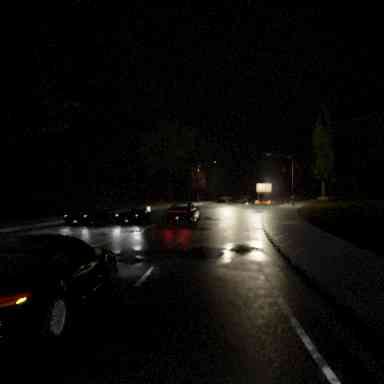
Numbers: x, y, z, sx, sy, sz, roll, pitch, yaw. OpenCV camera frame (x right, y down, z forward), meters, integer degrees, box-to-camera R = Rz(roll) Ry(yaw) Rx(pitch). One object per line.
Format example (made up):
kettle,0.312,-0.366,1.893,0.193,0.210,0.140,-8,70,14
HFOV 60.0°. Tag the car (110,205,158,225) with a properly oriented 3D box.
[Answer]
car,-4.082,1.680,24.998,1.895,1.301,4.718,0,0,11

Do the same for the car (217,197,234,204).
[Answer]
car,6.439,1.558,64.159,1.895,1.301,4.718,-1,0,29

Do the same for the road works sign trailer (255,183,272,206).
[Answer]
road works sign trailer,11.520,0.369,52.825,2.380,3.560,2.880,-1,0,27

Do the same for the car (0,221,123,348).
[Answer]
car,-2.857,1.548,6.368,1.812,1.442,4.674,0,0,3

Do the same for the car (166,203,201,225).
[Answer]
car,-0.556,1.558,24.940,2.128,1.511,4.902,0,0,10

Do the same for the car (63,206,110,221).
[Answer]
car,-7.467,1.690,24.577,1.895,1.301,4.718,0,0,11

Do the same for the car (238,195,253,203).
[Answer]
car,10.475,1.401,64.770,1.837,1.490,4.892,-1,0,28
